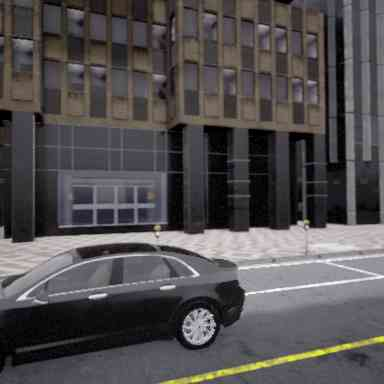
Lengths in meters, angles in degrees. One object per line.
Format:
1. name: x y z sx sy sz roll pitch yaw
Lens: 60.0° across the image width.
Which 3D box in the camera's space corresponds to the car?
1. car: -1.520 1.620 5.285 4.892 1.490 1.837 0 -1 -21
